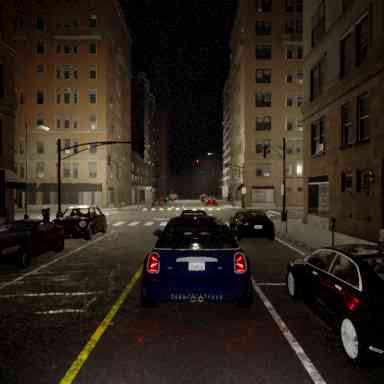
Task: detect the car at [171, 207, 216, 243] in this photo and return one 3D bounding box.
[{"bbox_3d":[0.091,1.564,16.673,1.994,1.385,4.181,0,0,1],"label":"car"}]

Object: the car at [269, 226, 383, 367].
[{"bbox_3d":[2.870,1.551,5.599,2.008,1.369,4.403,0,0,0],"label":"car"}]

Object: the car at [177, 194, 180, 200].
[{"bbox_3d":[-5.306,1.455,91.589,2.192,1.841,5.009,0,0,0],"label":"car"}]

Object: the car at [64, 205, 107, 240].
[{"bbox_3d":[-5.624,1.440,16.626,1.967,1.590,4.097,0,0,0],"label":"car"}]

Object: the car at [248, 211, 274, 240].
[{"bbox_3d":[2.902,1.566,16.601,1.947,1.339,4.313,0,0,0],"label":"car"}]

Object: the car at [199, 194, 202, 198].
[{"bbox_3d":[3.143,1.523,75.327,1.967,1.590,4.097,0,0,0],"label":"car"}]

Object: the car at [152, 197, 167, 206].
[{"bbox_3d":[-5.482,1.617,53.729,1.802,1.307,4.206,0,0,0],"label":"car"}]

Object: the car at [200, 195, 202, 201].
[{"bbox_3d":[3.094,1.606,64.509,2.008,1.369,4.403,0,0,0],"label":"car"}]

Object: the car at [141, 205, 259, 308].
[{"bbox_3d":[0.101,1.352,8.090,2.097,1.767,4.553,0,0,0],"label":"car"}]

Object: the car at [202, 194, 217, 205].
[{"bbox_3d":[3.042,1.475,53.691,1.967,1.590,4.097,0,0,0],"label":"car"}]

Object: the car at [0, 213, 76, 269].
[{"bbox_3d":[-5.640,1.582,11.125,1.802,1.307,4.206,0,0,0],"label":"car"}]

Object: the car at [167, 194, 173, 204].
[{"bbox_3d":[-5.431,1.606,64.545,2.008,1.369,4.403,0,0,0],"label":"car"}]

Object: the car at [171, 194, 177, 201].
[{"bbox_3d":[-5.356,1.625,80.601,1.752,1.417,4.829,0,0,0],"label":"car"}]
